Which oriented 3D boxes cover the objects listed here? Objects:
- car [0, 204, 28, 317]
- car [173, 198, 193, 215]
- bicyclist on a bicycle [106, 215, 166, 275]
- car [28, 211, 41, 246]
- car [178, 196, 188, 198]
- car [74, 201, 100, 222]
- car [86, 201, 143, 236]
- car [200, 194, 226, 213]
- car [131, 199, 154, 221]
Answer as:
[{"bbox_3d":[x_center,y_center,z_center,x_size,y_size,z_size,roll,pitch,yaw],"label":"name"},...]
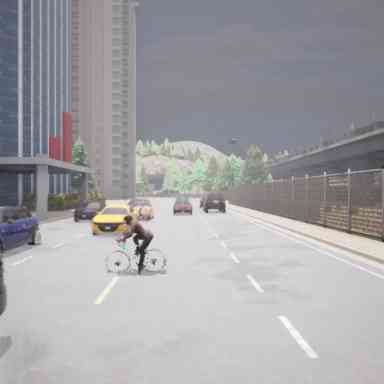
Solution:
[{"bbox_3d":[-3.629,1.221,2.472,2.150,2.045,5.566,0,0,-2],"label":"car"},{"bbox_3d":[-0.942,1.601,34.183,1.895,1.301,4.718,0,0,-2],"label":"car"},{"bbox_3d":[-1.556,1.455,9.106,1.656,1.620,0.582,-2,0,-2],"label":"bicyclist on a bicycle"},{"bbox_3d":[-7.441,1.351,12.232,2.097,1.767,4.553,0,0,-2],"label":"car"},{"bbox_3d":[-1.254,1.352,43.972,2.097,1.767,4.553,0,0,-2],"label":"car"},{"bbox_3d":[-7.799,1.478,26.311,1.882,1.535,5.008,0,0,-2],"label":"car"},{"bbox_3d":[-4.139,1.477,18.543,1.882,1.535,5.008,0,0,-2],"label":"car"},{"bbox_3d":[2.439,1.221,37.076,2.150,2.045,5.566,0,0,-2],"label":"car"},{"bbox_3d":[-4.315,1.364,27.057,2.097,1.767,4.553,0,0,-2],"label":"car"}]
